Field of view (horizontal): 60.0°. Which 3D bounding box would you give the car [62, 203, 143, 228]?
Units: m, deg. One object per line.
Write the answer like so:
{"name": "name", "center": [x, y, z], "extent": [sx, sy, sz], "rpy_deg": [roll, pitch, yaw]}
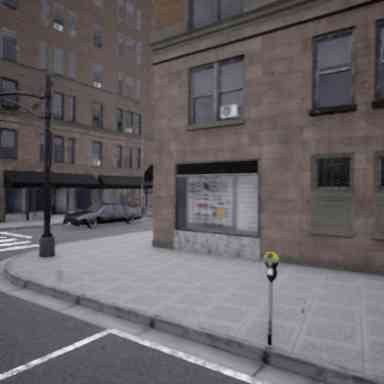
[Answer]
{"name": "car", "center": [-5.674, 1.457, 21.870], "extent": [2.033, 1.411, 5.357], "rpy_deg": [1, 1, 38]}
